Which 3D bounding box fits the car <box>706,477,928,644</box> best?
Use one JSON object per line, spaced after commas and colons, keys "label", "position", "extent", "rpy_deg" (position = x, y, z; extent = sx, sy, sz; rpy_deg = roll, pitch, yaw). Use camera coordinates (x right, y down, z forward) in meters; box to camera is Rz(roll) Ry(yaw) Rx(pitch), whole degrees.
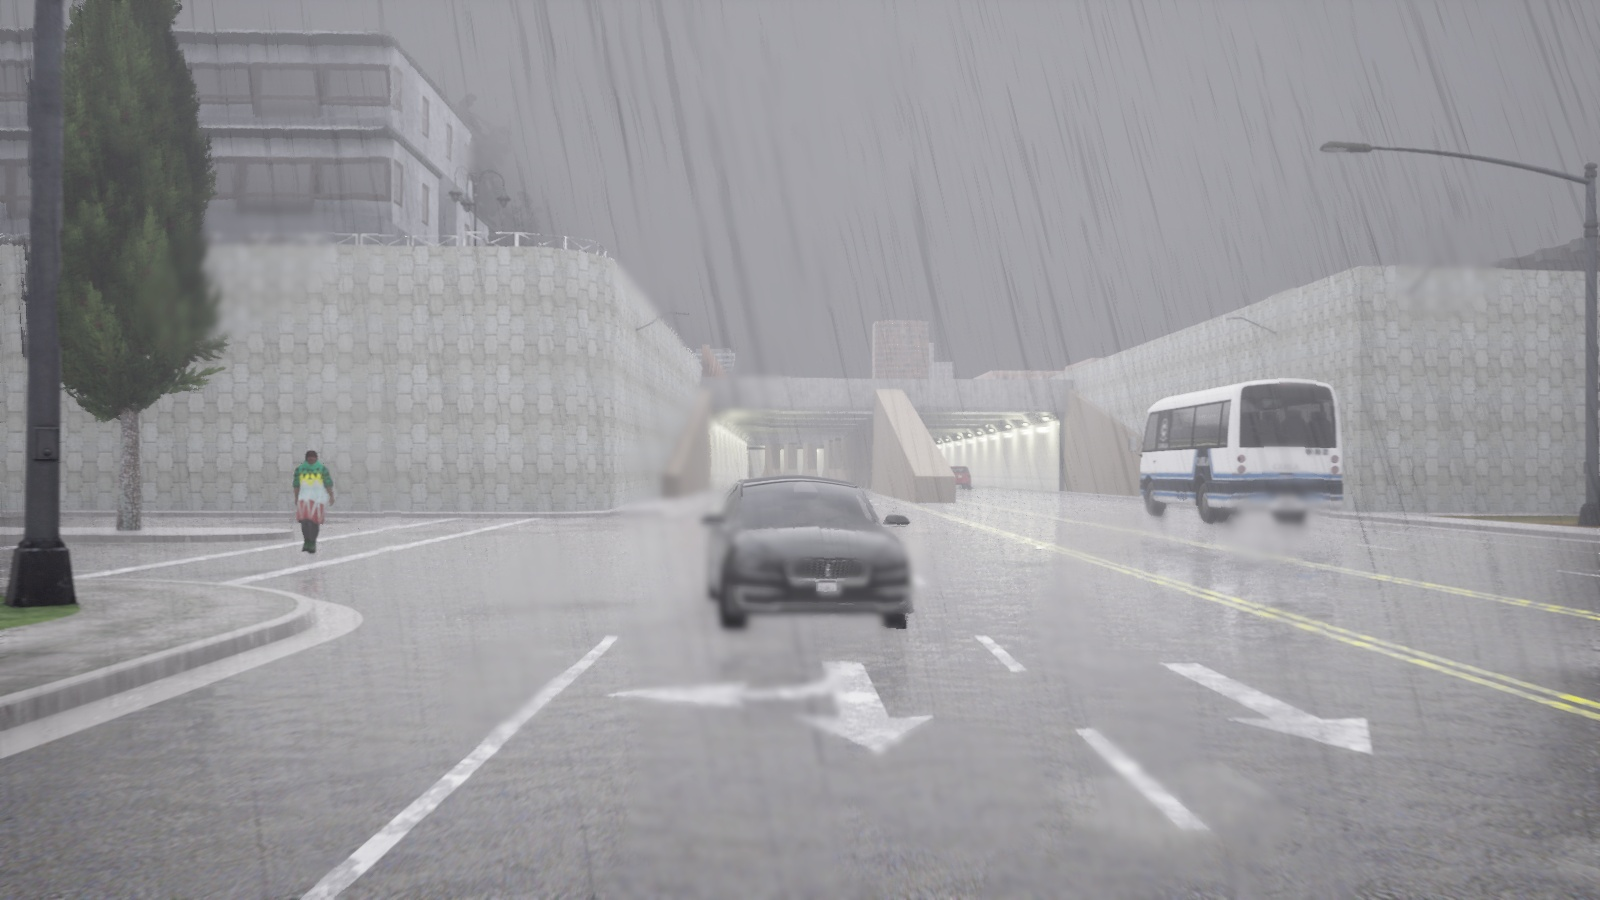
{"label": "car", "position": [-0.012, 1.052, 13.859], "extent": [1.837, 1.490, 4.892], "rpy_deg": [0, -1, -7]}

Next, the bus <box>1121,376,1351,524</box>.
{"label": "bus", "position": [13.887, 0.075, 41.340], "extent": [3.944, 4.253, 10.273], "rpy_deg": [0, -1, 0]}

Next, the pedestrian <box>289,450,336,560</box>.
{"label": "pedestrian", "position": [-8.797, 0.975, 22.689], "extent": [0.659, 1.952, 0.873], "rpy_deg": [0, -1, -13]}
